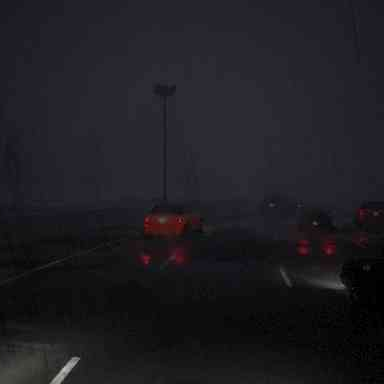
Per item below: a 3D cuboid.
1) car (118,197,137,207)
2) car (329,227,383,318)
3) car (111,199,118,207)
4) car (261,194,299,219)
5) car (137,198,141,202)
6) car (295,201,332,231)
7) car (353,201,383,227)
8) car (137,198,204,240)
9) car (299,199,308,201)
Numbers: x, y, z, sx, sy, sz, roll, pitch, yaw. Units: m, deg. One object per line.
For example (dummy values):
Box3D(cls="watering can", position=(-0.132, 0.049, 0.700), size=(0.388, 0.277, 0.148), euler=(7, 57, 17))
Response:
Box3D(cls="car", position=(-7.695, 1.552, 45.661), size=(1.994, 1.385, 4.181), euler=(0, 0, 29))
Box3D(cls="car", position=(3.916, 1.546, 4.750), size=(2.033, 1.411, 5.357), euler=(0, 0, 5))
Box3D(cls="car", position=(-9.836, 1.465, 49.004), size=(1.882, 1.535, 5.008), euler=(0, 0, 29))
Box3D(cls="car", position=(7.751, 1.212, 29.586), size=(2.150, 2.045, 5.566), euler=(0, 0, 27))
Box3D(cls="car", position=(-4.647, 1.495, 43.940), size=(1.837, 1.490, 4.892), euler=(0, -1, 29))
Box3D(cls="car", position=(7.531, 1.520, 20.364), size=(1.812, 1.442, 4.674), euler=(0, 0, 20))
Box3D(cls="car", position=(12.033, 1.347, 22.236), size=(2.097, 1.767, 4.553), euler=(0, 0, 22))
Box3D(cls="car", position=(-0.802, 1.348, 17.161), size=(2.097, 1.767, 4.553), euler=(0, 0, 14))
Box3D(cls="car", position=(13.196, 1.554, 39.756), size=(1.994, 1.385, 4.181), euler=(0, 0, 28))
